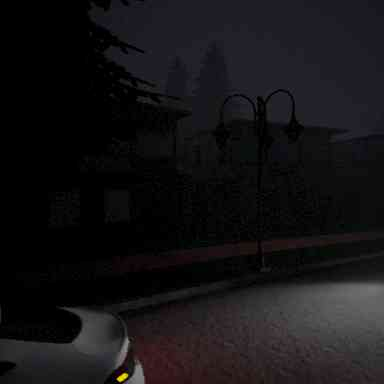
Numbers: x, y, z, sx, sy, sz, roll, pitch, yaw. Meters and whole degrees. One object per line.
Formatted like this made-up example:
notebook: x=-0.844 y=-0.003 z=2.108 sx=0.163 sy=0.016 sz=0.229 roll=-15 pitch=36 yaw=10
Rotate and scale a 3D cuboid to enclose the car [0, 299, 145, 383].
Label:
car: x=-2.552 y=1.526 z=1.986 sx=4.674 sy=1.442 sz=1.812 roll=0 pitch=0 yaw=-35
